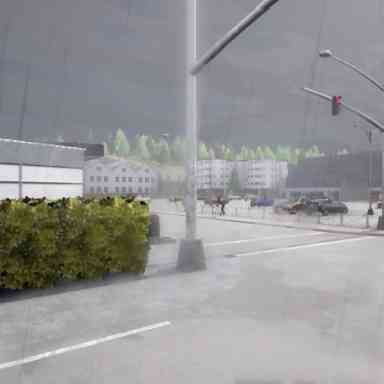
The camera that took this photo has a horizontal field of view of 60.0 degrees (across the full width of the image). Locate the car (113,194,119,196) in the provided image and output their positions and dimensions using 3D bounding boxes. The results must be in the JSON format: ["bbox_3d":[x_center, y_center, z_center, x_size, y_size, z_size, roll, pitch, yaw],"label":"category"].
[{"bbox_3d":[-19.743,1.334,84.931,4.902,1.511,2.128,0,0,-35],"label":"car"}]

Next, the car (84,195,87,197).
[{"bbox_3d":[-25.280,1.309,76.831,4.892,1.490,1.837,0,0,-35],"label":"car"}]

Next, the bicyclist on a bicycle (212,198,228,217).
[{"bbox_3d":[2.365,1.301,28.018,1.656,1.620,0.582,0,0,-35],"label":"bicyclist on a bicycle"}]

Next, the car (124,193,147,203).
[{"bbox_3d":[-10.758,1.077,63.628,3.866,1.878,1.905,0,0,-35],"label":"car"}]

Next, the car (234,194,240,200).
[{"bbox_3d":[9.691,1.232,77.884,3.806,1.475,1.970,0,0,-35],"label":"car"}]

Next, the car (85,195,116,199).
[{"bbox_3d":[-11.399,1.505,41.331,1.837,1.490,4.892,0,0,-35],"label":"car"}]

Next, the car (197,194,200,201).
[{"bbox_3d":[1.814,1.298,76.855,4.514,1.523,2.007,0,0,-35],"label":"car"}]

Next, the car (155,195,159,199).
[{"bbox_3d":[-11.327,1.286,90.768,5.008,1.535,1.882,0,0,-35],"label":"car"}]

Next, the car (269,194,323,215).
[{"bbox_3d":[10.286,1.330,32.485,5.027,1.636,2.152,0,0,-35],"label":"car"}]

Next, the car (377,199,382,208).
[{"bbox_3d":[25.679,1.384,43.044,3.806,1.475,1.970,0,0,-35],"label":"car"}]

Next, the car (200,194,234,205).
[{"bbox_3d":[4.119,1.298,54.811,4.514,1.523,2.007,0,0,-35],"label":"car"}]

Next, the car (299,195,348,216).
[{"bbox_3d":[12.124,1.340,29.942,4.514,1.523,2.007,0,0,-35],"label":"car"}]

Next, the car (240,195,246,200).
[{"bbox_3d":[13.628,1.154,72.806,5.027,1.636,2.152,0,0,-35],"label":"car"}]

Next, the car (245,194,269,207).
[{"bbox_3d":[9.802,1.320,46.591,3.633,1.501,1.845,0,0,-35],"label":"car"}]

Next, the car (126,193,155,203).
[{"bbox_3d":[-9.357,1.361,60.551,3.806,1.475,1.970,0,0,-35],"label":"car"}]

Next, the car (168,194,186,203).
[{"bbox_3d":[-2.425,1.097,65.434,4.605,1.855,1.932,0,0,-35],"label":"car"}]
